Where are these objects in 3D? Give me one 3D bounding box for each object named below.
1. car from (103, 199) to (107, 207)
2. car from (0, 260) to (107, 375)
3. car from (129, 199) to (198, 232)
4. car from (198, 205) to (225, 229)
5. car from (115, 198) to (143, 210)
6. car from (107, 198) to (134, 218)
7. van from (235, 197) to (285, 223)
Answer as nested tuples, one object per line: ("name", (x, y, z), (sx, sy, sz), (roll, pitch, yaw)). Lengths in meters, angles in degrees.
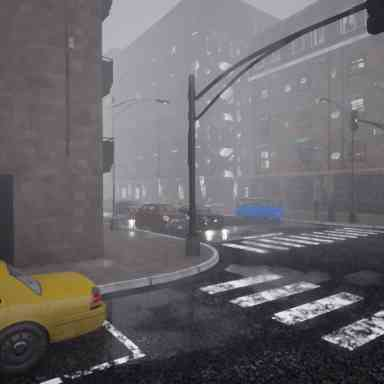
("car", (-14.255, 1.430, 47.010), (2.128, 1.511, 4.902), (-1, 0, -36))
("car", (-3.547, 1.525, 4.038), (4.829, 1.417, 1.752), (0, 0, -35))
("car", (-1.816, 1.441, 20.035), (1.967, 1.590, 4.097), (0, 0, -36))
("car", (0.249, 1.545, 21.597), (1.994, 1.385, 4.181), (-1, 0, -36))
("car", (-8.292, 1.463, 43.278), (1.887, 1.381, 4.507), (-1, 0, -36))
("car", (-5.587, 1.494, 29.663), (1.812, 1.442, 4.674), (-1, 0, -36))
("van", (4.984, 1.280, 24.932), (1.690, 1.788, 3.998), (0, 0, -36))
